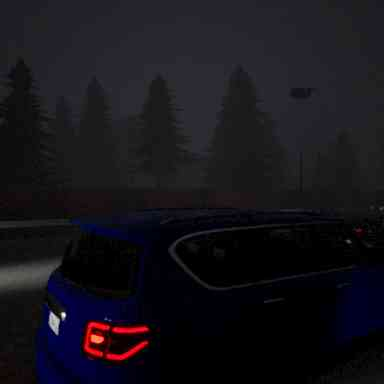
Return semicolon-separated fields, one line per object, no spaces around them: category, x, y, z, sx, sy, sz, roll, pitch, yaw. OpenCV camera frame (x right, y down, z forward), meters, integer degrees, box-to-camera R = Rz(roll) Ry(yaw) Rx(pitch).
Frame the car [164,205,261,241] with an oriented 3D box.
car;1.196;1.515;17.501;5.008;1.535;1.882;0;0;-35

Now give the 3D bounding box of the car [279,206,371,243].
car;7.011;1.544;17.350;4.902;1.511;2.128;0;0;-36

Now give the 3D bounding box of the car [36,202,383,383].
car;0.982;1.232;4.452;5.566;2.045;2.150;0;0;-35

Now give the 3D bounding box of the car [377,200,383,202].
car;17.686;1.457;29.268;4.553;1.767;2.097;0;0;-36
